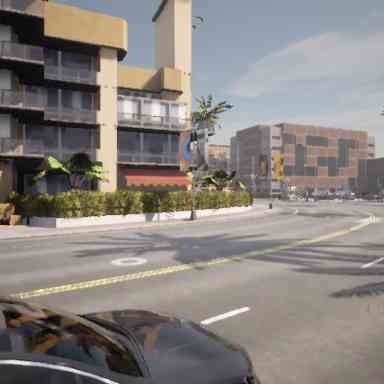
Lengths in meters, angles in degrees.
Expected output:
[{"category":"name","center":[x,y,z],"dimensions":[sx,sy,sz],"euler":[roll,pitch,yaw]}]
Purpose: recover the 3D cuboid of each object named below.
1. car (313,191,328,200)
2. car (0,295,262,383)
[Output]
[{"category":"car","center":[34.339,1.199,86.109],"dimensions":[2.185,1.767,4.553],"euler":[0,0,-24]},{"category":"car","center":[-1.631,1.501,2.115],"dimensions":[4.892,1.490,1.837],"euler":[0,0,-35]}]
